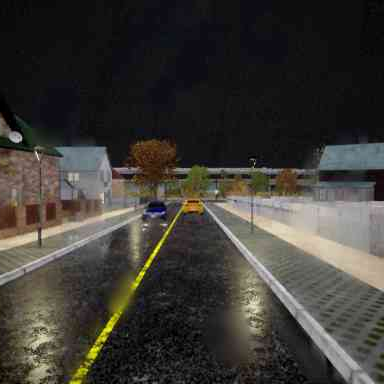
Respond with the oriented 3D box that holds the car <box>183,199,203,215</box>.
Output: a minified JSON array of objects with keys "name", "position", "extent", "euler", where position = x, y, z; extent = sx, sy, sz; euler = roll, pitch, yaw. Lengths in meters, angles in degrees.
[{"name":"car","position":[0.115,1.468,34.016],"extent":[1.882,1.535,5.008],"euler":[0,0,0]}]

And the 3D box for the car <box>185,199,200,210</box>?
[{"name":"car","position":[0.119,1.599,44.549],"extent":[1.895,1.301,4.718],"euler":[0,0,0]}]

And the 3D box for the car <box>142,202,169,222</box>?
[{"name":"car","position":[-2.826,1.515,26.660],"extent":[1.812,1.442,4.674],"euler":[0,0,0]}]
